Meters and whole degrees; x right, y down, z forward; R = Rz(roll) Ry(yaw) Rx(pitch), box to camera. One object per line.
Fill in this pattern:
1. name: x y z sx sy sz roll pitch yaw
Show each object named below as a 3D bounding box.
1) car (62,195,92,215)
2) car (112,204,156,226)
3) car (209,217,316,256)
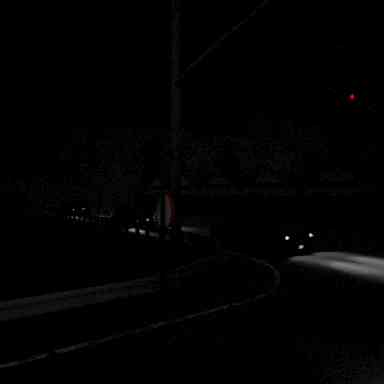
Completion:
1. car: -12.863 1.414 36.917 2.150 2.045 5.566 0 0 -34
2. car: -4.447 1.697 24.952 1.837 1.490 4.892 0 0 -35
3. car: 2.895 1.791 14.508 1.895 1.301 4.718 0 0 -35
